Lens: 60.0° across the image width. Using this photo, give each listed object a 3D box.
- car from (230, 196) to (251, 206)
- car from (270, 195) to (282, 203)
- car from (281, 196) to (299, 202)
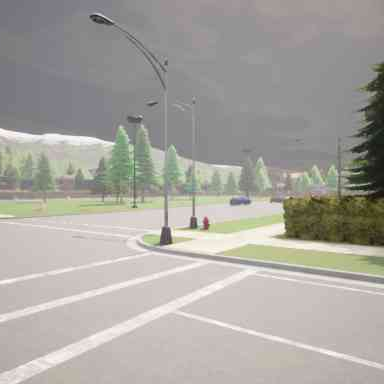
[{"bbox_3d":[7.976,1.478,54.205,1.882,1.535,5.008,0,0,36],"label":"car"},{"bbox_3d":[17.518,1.353,67.408,2.097,1.767,4.553,0,0,36],"label":"car"},{"bbox_3d":[16.900,1.478,54.604,1.882,1.535,5.008,0,0,36],"label":"car"}]
